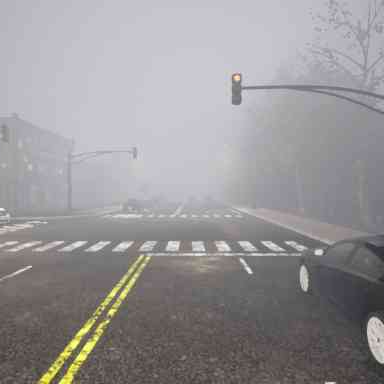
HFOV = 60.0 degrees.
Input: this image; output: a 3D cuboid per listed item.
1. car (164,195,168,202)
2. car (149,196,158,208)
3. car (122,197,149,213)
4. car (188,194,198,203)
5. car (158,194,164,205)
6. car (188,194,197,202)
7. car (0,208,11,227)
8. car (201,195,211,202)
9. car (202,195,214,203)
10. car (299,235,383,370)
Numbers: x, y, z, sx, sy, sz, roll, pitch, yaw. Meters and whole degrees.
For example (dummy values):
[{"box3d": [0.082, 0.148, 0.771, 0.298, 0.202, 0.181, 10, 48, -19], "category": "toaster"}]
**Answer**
[{"box3d": [-6.461, 1.316, 72.104, 2.097, 1.767, 4.553, 0, 0, 0], "category": "car"}, {"box3d": [-6.565, 1.476, 47.088, 2.128, 1.511, 4.902, 0, 0, 0], "category": "car"}, {"box3d": [-6.571, 1.481, 37.630, 2.128, 1.511, 4.902, 0, 0, 0], "category": "car"}, {"box3d": [0.126, 1.522, 66.797, 2.033, 1.411, 5.357, 0, 0, 1], "category": "car"}, {"box3d": [-6.551, 1.458, 57.489, 1.882, 1.535, 5.008, 0, 0, 0], "category": "car"}, {"box3d": [0.043, 1.325, 79.136, 2.097, 1.767, 4.553, 0, 0, 0], "category": "car"}, {"box3d": [-14.573, 1.374, 20.941, 5.566, 2.045, 2.150, -1, 1, -2], "category": "car"}, {"box3d": [3.291, 1.494, 79.192, 2.128, 1.511, 4.902, 0, 0, 0], "category": "car"}, {"box3d": [3.387, 1.480, 66.618, 1.837, 1.490, 4.892, 0, 0, 0], "category": "car"}, {"box3d": [3.345, 1.477, 5.677, 1.882, 1.535, 5.008, 0, 0, 1], "category": "car"}]
